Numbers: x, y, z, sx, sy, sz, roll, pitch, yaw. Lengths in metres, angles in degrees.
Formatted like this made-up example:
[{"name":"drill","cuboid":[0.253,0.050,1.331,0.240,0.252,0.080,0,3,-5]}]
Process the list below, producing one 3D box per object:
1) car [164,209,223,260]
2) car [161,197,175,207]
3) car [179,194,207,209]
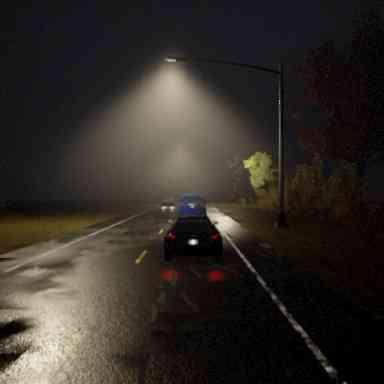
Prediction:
[{"name":"car","cuboid":[0.059,1.553,12.441,1.994,1.385,4.181,0,0,1]},{"name":"car","cuboid":[-3.589,1.498,50.718,2.033,1.411,5.357,0,0,0]},{"name":"car","cuboid":[0.060,1.202,27.862,2.150,2.045,5.566,0,0,0]}]
